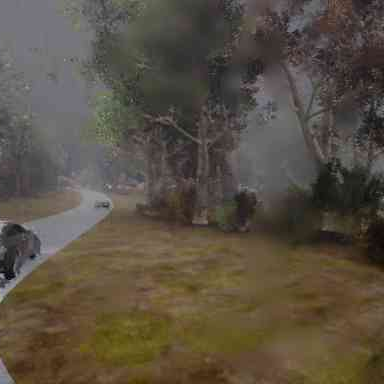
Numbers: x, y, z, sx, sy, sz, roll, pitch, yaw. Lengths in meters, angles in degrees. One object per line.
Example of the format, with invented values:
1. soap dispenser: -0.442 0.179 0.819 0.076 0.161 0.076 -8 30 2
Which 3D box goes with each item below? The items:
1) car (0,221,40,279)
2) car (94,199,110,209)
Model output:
1. car: -5.845 1.574 9.832 1.812 1.442 4.674 0 0 -15
2. car: -12.680 1.686 47.025 1.895 1.301 4.718 -1 1 -12
